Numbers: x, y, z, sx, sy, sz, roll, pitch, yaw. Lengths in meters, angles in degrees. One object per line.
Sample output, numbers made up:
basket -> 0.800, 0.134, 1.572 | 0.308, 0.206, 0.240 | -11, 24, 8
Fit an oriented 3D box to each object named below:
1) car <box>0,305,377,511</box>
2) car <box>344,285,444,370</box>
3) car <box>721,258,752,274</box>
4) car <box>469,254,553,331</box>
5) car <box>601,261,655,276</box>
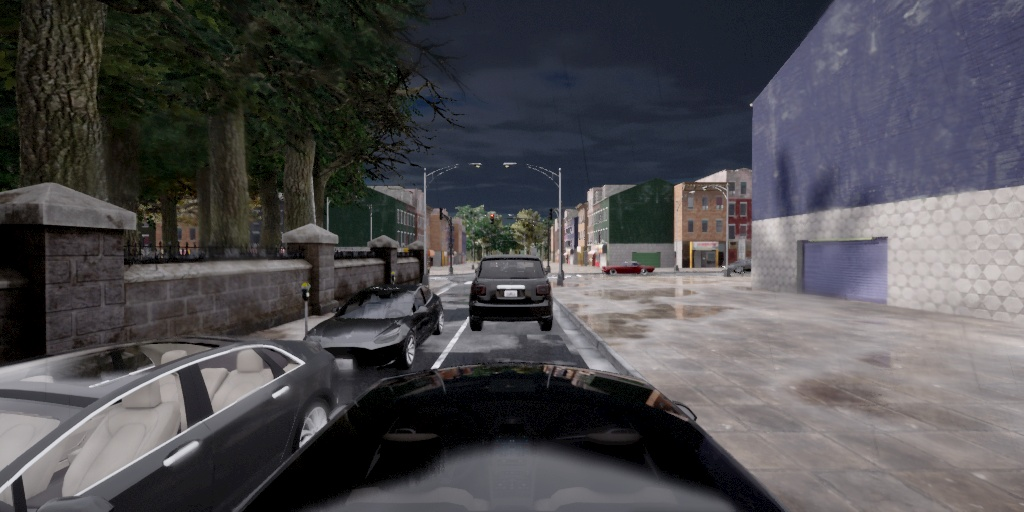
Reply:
car -> -2.641, 1.300, 2.073 | 2.007, 1.370, 4.403 | 0, 0, 0
car -> -2.634, 1.316, 7.761 | 1.948, 1.339, 4.313 | 0, 0, 0
car -> 22.705, 0.921, 34.314 | 4.902, 1.511, 2.128 | -1, 1, 1
car -> -0.011, 0.973, 11.071 | 2.150, 2.045, 5.566 | 0, 0, 0
car -> 10.993, 1.186, 34.334 | 4.718, 1.301, 1.895 | -1, 1, 0
